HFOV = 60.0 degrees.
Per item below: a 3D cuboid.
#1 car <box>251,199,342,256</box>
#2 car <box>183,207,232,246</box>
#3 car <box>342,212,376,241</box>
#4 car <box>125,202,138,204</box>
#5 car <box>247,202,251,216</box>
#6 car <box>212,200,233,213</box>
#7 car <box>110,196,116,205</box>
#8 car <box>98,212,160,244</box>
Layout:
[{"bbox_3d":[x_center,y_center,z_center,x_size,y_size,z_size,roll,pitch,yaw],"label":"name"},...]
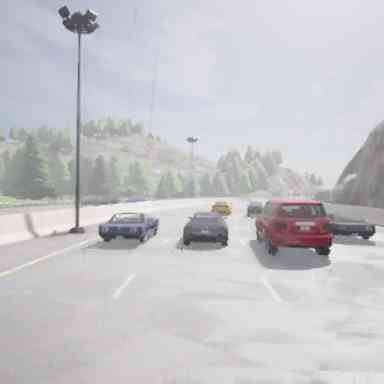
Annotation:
[{"bbox_3d":[3.958,1.305,13.733,2.150,2.045,5.566,0,0,4],"label":"car"},{"bbox_3d":[0.718,1.618,15.786,1.994,1.385,4.181,1,0,5],"label":"car"},{"bbox_3d":[7.915,1.737,17.851,1.895,1.301,4.718,1,0,6],"label":"car"},{"bbox_3d":[-9.747,1.536,56.795,1.882,1.535,5.008,1,0,16],"label":"car"},{"bbox_3d":[6.538,1.693,33.807,1.812,1.442,4.674,0,0,11],"label":"car"},{"bbox_3d":[3.296,1.615,35.656,1.882,1.535,5.008,0,0,11],"label":"car"},{"bbox_3d":[-13.837,1.515,55.127,1.837,1.490,4.892,0,0,15],"label":"car"},{"bbox_3d":[-2.814,1.617,16.049,1.895,1.301,4.718,1,0,5],"label":"car"}]
